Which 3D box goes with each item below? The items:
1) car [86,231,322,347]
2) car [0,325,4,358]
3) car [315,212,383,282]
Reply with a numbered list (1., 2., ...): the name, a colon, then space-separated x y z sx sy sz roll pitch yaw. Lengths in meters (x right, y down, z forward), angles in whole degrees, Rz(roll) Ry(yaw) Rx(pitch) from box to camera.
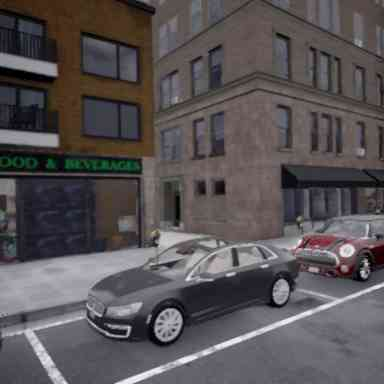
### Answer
1. car: 0.242 1.603 6.363 4.403 1.369 2.008 -1 -1 -36
2. car: -4.203 1.688 3.093 4.313 1.339 1.947 -1 -1 -36
3. car: 4.685 1.424 9.633 4.097 1.590 1.967 -1 -1 -36
